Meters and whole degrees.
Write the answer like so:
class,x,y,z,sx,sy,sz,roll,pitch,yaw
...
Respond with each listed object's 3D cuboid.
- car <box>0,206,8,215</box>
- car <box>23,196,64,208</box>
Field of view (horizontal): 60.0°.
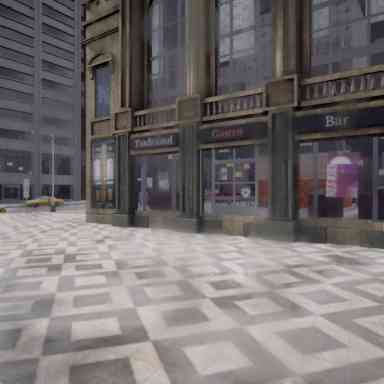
class,x,y,z,sx,sy,sz,roll,pitch,yaw
car,-18.052,1.343,27.692,1.752,1.417,4.829,1,2,36
car,-18.529,1.146,41.593,1.752,1.417,4.829,1,2,36
